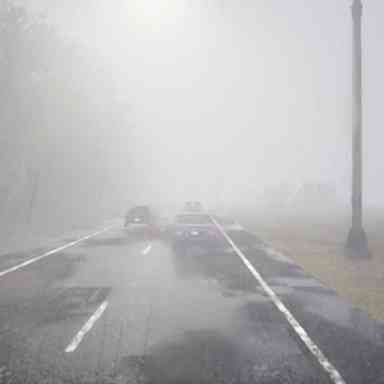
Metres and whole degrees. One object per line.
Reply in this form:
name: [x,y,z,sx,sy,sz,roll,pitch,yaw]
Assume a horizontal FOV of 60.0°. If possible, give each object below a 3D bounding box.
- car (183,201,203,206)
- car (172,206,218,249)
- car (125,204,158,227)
car: [0.112,1.565,32.731,2.033,1.411,5.357,0,0,0]
car: [0.104,1.556,14.647,2.033,1.411,5.357,0,0,0]
car: [-3.391,1.539,22.803,1.812,1.442,4.674,0,0,0]
